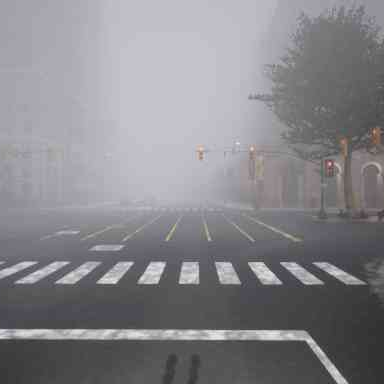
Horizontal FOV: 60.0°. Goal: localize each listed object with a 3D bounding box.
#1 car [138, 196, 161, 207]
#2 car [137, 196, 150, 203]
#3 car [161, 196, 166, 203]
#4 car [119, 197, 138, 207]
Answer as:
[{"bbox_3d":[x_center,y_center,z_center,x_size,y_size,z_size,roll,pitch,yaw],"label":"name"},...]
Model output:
[{"bbox_3d":[-6.714,1.486,52.587,2.128,1.511,4.902,0,0,1],"label":"car"},{"bbox_3d":[-9.944,1.518,68.481,1.812,1.442,4.674,0,0,1],"label":"car"},{"bbox_3d":[-6.445,1.518,68.490,1.812,1.442,4.674,0,0,1],"label":"car"},{"bbox_3d":[-10.213,1.542,52.928,2.033,1.411,5.357,0,0,1],"label":"car"}]
